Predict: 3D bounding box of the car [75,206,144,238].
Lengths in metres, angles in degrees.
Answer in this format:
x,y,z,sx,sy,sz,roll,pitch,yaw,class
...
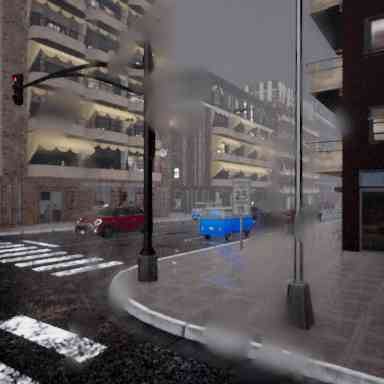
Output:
x,y,z,sx,sy,sz,roll,pitch,yaw,class
-4.575,1.643,19.690,2.097,1.767,4.553,0,-1,35,car

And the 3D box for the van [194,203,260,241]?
x,y,z,sx,sy,sz,roll,pitch,yaw,class
2.077,1.703,18.887,1.690,1.788,3.998,-1,-2,35,van

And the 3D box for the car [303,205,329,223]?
x,y,z,sx,sy,sz,roll,pitch,yaw,class
11.563,2.232,32.528,2.008,1.369,4.403,-1,-2,35,car

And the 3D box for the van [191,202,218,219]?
x,y,z,sx,sy,sz,roll,pitch,yaw,class
1.519,1.901,32.809,1.690,1.788,3.998,-1,-2,35,van

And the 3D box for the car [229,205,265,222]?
x,y,z,sx,sy,sz,roll,pitch,yaw,class
5.767,2.160,34.277,1.812,1.442,4.674,0,-1,35,car

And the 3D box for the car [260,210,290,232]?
x,y,z,sx,sy,sz,roll,pitch,yaw,class
5.148,2.034,23.496,1.947,1.339,4.313,-1,-2,35,car

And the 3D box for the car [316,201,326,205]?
x,y,z,sx,sy,sz,roll,pitch,yaw,class
23.974,2.888,64.415,1.802,1.307,4.206,-1,-2,35,car

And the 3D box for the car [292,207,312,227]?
x,y,z,sx,sy,sz,roll,pitch,yaw,class
8.355,2.157,28.011,1.802,1.307,4.206,-1,-2,35,car

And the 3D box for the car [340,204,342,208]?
x,y,z,sx,sy,sz,roll,pitch,yaw,class
39.918,3.374,86.860,1.752,1.417,4.829,-1,-2,35,car

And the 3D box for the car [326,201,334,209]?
x,y,z,sx,sy,sz,roll,pitch,yaw,class
27.182,2.727,68.937,2.192,1.841,5.009,-1,-2,35,car
